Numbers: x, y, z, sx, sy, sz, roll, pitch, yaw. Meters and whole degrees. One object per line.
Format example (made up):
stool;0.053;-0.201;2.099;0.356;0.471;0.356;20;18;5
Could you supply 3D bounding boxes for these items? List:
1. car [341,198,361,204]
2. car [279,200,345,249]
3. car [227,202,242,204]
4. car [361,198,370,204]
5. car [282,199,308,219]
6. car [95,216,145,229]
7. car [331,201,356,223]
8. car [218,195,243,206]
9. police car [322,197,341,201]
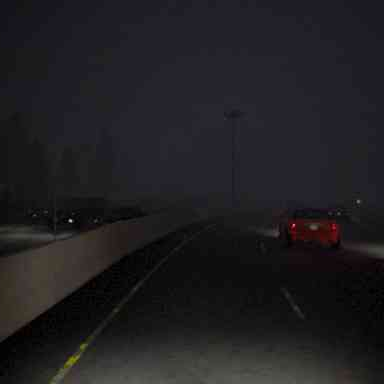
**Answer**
car;34.815;2.010;73.864;5.008;1.535;1.882;0;0;-39
car;5.284;1.458;15.487;2.097;1.767;4.553;0;0;10
car;8.745;1.922;59.656;2.033;1.411;5.357;0;0;35
car;39.390;2.044;77.347;5.008;1.535;1.882;0;0;-36
car;10.086;1.570;32.255;2.097;1.767;4.553;0;0;21
car;-4.454;1.617;21.176;1.837;1.490;4.892;0;0;13
car;12.114;1.746;27.904;2.033;1.411;5.357;0;0;20
car;7.426;1.616;63.812;2.150;2.045;5.566;0;0;36
police car;27.754;1.901;67.554;5.238;1.638;1.930;0;0;-45
